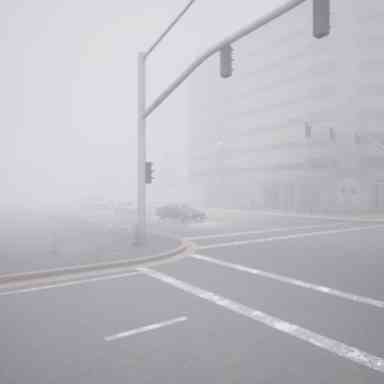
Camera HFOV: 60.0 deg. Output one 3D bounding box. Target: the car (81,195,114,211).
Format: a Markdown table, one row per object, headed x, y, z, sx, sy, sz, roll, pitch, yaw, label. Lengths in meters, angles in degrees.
| x | y | z | sx | sy | sz | roll | pitch | yaw | label |
| --- | --- | --- | --- | --- | --- | --- | --- | --- | --- |
| -12.282 | 1.423 | 42.956 | 2.097 | 1.767 | 4.553 | 0 | 0 | -35 | car |

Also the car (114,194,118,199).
| x | y | z | sx | sy | sz | roll | pitch | yaw | label |
| --- | --- | --- | --- | --- | --- | --- | --- | --- | --- |
| -13.582 | 1.552 | 51.167 | 1.882 | 1.535 | 5.008 | 0 | 0 | -35 | car |

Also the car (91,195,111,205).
| x | y | z | sx | sy | sz | roll | pitch | yaw | label |
| --- | --- | --- | --- | --- | --- | --- | --- | --- | --- |
| -17.029 | 1.430 | 62.092 | 2.097 | 1.767 | 4.553 | 0 | 0 | -35 | car |

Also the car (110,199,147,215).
| x | y | z | sx | sy | sz | roll | pitch | yaw | label |
| --- | --- | --- | --- | --- | --- | --- | --- | --- | --- |
| -6.586 | 1.672 | 34.889 | 1.895 | 1.301 | 4.718 | 0 | 0 | -35 | car |

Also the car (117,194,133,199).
| x | y | z | sx | sy | sz | roll | pitch | yaw | label |
| --- | --- | --- | --- | --- | --- | --- | --- | --- | --- |
| -11.519 | 1.300 | 54.314 | 2.150 | 2.045 | 5.566 | 0 | 0 | -35 | car |

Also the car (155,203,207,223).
| x | y | z | sx | sy | sz | roll | pitch | yaw | label |
| --- | --- | --- | --- | --- | --- | --- | --- | --- | --- |
| -1.034 | 1.619 | 27.047 | 2.033 | 1.411 | 5.357 | 0 | 0 | -35 | car |

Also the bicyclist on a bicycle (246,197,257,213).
| x | y | z | sx | sy | sz | roll | pitch | yaw | label |
| --- | --- | --- | --- | --- | --- | --- | --- | --- | --- |
| 6.416 | 1.385 | 35.531 | 1.656 | 1.620 | 0.582 | 0 | 0 | -35 | bicyclist on a bicycle |

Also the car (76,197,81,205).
| x | y | z | sx | sy | sz | roll | pitch | yaw | label |
| --- | --- | --- | --- | --- | --- | --- | --- | --- | --- |
| -18.973 | 1.565 | 58.762 | 2.128 | 1.511 | 4.902 | 0 | 0 | -35 | car |
